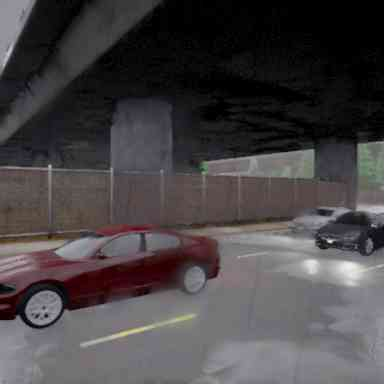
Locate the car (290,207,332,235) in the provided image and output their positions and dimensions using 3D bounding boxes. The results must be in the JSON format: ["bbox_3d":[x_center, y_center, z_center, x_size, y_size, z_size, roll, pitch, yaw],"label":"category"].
[{"bbox_3d":[7.227,1.518,17.613,4.674,1.442,1.812,0,0,-35],"label":"car"}]

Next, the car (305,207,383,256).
[{"bbox_3d":[6.849,1.499,13.209,4.892,1.490,1.837,0,0,-36],"label":"car"}]

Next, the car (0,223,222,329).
[{"bbox_3d":[-1.638,1.474,7.128,5.008,1.535,1.882,0,0,-36],"label":"car"}]
